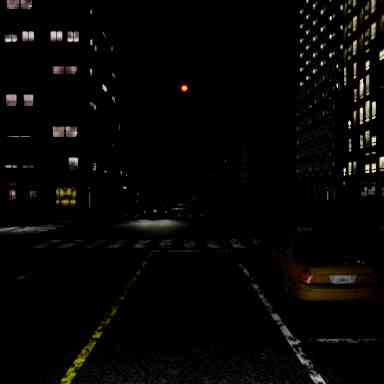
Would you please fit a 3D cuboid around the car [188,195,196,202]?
[{"bbox_3d":[0.112,1.556,80.177,1.882,1.535,5.008,0,0,0],"label":"car"}]

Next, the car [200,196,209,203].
[{"bbox_3d":[2.790,1.611,73.650,1.887,1.381,4.507,0,0,0],"label":"car"}]

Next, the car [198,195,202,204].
[{"bbox_3d":[2.773,1.361,62.596,2.192,1.841,5.009,0,0,0],"label":"car"}]

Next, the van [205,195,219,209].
[{"bbox_3d":[2.750,1.363,46.016,1.690,1.788,3.998,0,0,0],"label":"van"}]

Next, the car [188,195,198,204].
[{"bbox_3d":[0.197,1.655,67.107,1.895,1.301,4.718,0,0,0],"label":"car"}]

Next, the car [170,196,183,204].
[{"bbox_3d":[-2.953,1.597,64.376,2.033,1.411,5.357,0,0,1],"label":"car"}]

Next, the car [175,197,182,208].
[{"bbox_3d":[-3.028,1.574,49.432,2.033,1.411,5.357,0,0,0],"label":"car"}]

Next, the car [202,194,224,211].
[{"bbox_3d":[2.742,1.332,40.490,2.192,1.841,5.009,0,0,0],"label":"car"}]

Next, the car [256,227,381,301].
[{"bbox_3d":[2.698,1.526,8.247,1.752,1.417,4.829,0,0,0],"label":"car"}]

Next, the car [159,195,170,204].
[{"bbox_3d":[-5.599,1.496,68.135,1.967,1.590,4.097,0,0,0],"label":"car"}]

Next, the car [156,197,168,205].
[{"bbox_3d":[-5.606,1.591,62.607,1.887,1.381,4.507,0,0,0],"label":"car"}]

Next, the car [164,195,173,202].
[{"bbox_3d":[-5.583,1.516,79.188,1.967,1.590,4.097,0,0,0],"label":"car"}]

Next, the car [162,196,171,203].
[{"bbox_3d":[-5.590,1.648,73.662,1.802,1.307,4.206,0,0,0],"label":"car"}]

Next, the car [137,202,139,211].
[{"bbox_3d":[-5.636,1.567,40.502,2.008,1.369,4.403,0,0,0],"label":"car"}]

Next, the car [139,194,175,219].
[{"bbox_3d":[-3.063,1.239,30.338,2.150,2.045,5.566,0,0,0],"label":"car"}]

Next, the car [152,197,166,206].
[{"bbox_3d":[-5.613,1.588,57.081,2.008,1.369,4.403,0,0,0],"label":"car"}]

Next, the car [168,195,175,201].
[{"bbox_3d":[-5.567,1.624,90.072,1.752,1.417,4.829,0,0,0],"label":"car"}]
